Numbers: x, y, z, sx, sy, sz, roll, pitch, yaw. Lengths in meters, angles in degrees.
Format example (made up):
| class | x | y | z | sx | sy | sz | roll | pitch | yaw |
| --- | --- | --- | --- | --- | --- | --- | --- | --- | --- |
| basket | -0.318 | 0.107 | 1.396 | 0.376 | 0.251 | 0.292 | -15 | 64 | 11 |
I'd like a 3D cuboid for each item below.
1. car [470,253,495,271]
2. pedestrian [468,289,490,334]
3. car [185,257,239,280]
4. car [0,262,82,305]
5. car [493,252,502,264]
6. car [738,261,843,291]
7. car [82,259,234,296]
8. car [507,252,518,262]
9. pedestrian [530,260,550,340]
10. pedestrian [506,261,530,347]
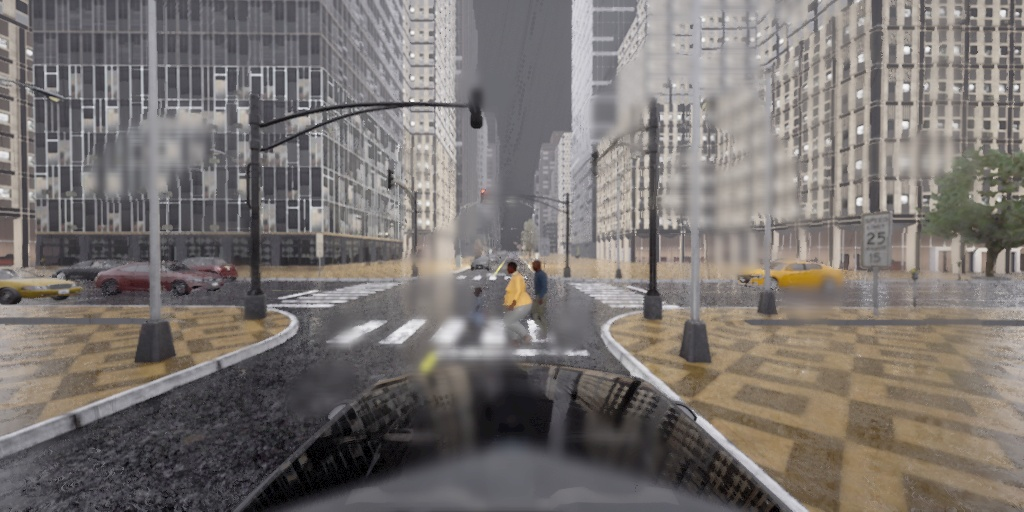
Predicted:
| class | x | y | z | sx | sy | sz | roll | pitch | yaw |
| --- | --- | --- | --- | --- | --- | --- | --- | --- | --- |
| car | -3.036 | 0.704 | 35.840 | 1.837 | 1.490 | 4.892 | 0 | 2 | 0 |
| pedestrian | -0.785 | 0.929 | 8.682 | 0.375 | 1.860 | 0.375 | 0 | 1 | 0 |
| car | -19.177 | 0.789 | 21.791 | 4.097 | 1.591 | 1.967 | 0 | 0 | -1 |
| car | -18.880 | 0.981 | 13.155 | 4.829 | 1.417 | 1.751 | 0 | 0 | -1 |
| car | -2.988 | 0.421 | 52.748 | 2.128 | 1.511 | 4.902 | 0 | 1 | 0 |
| car | 15.082 | 1.026 | 19.568 | 5.008 | 1.535 | 1.882 | 0 | 1 | -1 |
| car | -15.536 | 0.968 | 15.918 | 4.674 | 1.442 | 1.812 | 1 | 1 | -1 |
| car | 0.102 | 0.300 | 63.541 | 2.033 | 1.411 | 5.357 | 0 | 1 | 0 |
| pedestrian | 0.635 | 0.942 | 8.080 | 0.375 | 1.860 | 0.375 | 0 | 1 | 0 |
| pedestrian | 0.127 | 0.953 | 7.364 | 0.375 | 1.860 | 0.375 | 0 | 1 | 0 |
